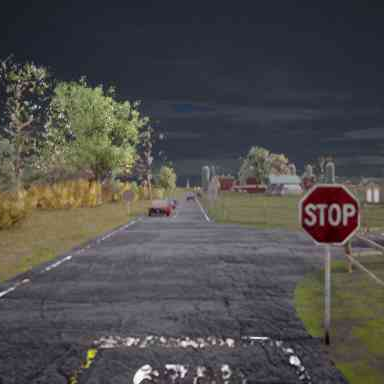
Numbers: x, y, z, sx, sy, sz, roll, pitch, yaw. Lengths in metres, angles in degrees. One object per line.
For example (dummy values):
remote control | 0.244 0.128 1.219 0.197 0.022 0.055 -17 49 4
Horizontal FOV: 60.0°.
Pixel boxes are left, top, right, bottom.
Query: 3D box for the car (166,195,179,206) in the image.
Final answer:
car | -3.007 1.335 52.045 1.837 1.490 4.892 0 1 0

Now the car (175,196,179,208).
car | -2.989 1.365 41.780 2.128 1.511 4.902 0 0 0

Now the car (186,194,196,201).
car | -0.262 1.244 71.608 1.837 1.490 4.892 0 0 0

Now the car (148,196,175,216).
car | -2.961 1.389 31.388 1.882 1.535 5.008 0 0 0
